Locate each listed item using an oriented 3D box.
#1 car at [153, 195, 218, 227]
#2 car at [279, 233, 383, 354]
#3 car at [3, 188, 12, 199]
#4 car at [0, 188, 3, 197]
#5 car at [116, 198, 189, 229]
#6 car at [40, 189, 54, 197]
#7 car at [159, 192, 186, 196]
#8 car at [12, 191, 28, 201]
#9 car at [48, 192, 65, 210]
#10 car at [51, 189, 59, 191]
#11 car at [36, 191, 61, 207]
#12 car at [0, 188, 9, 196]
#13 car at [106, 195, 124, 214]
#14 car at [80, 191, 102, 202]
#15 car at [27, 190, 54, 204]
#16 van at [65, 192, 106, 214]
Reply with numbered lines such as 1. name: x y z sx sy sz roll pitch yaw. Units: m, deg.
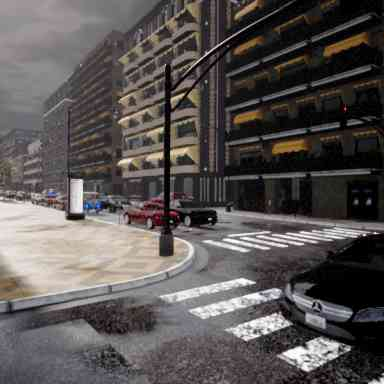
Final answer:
1. car: -0.412 1.216 20.728 1.882 1.535 5.008 1 0 -35
2. car: 3.606 1.527 5.977 4.674 1.442 1.812 0 0 -36
3. car: -32.415 0.470 60.206 1.887 1.381 4.507 2 0 -36
4. car: -39.085 0.301 69.344 2.008 1.369 4.403 2 0 -36
5. car: -2.401 1.261 19.085 1.887 1.381 4.507 2 0 -36
6. car: -32.318 0.271 74.291 1.967 1.590 4.097 2 0 -36
7. car: -2.300 0.936 33.170 2.192 1.841 5.009 2 0 -36
8. car: -25.742 0.541 51.068 1.967 1.590 4.097 2 0 -36
9. car: -12.405 0.997 32.793 1.887 1.381 4.507 2 0 -36
10. car: -25.751 0.529 65.291 1.752 1.417 4.829 2 0 -36
11. car: -15.740 0.909 37.361 1.887 1.381 4.507 2 0 -36
12. car: -42.413 -0.022 73.913 2.192 1.841 5.009 2 0 -36
13. car: -6.843 1.061 29.547 2.128 1.511 4.902 1 0 -36
14. car: -15.643 0.710 51.446 1.967 1.590 4.097 2 0 -36
15. car: -18.975 0.805 41.793 1.752 1.417 4.829 2 0 -36
16. van: -9.064 0.881 28.223 1.690 1.788 3.998 2 0 -36
